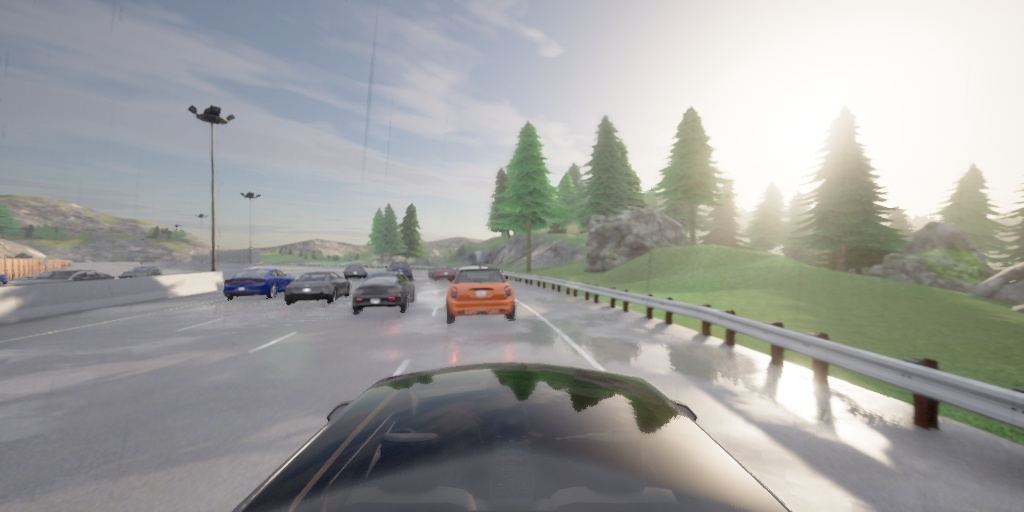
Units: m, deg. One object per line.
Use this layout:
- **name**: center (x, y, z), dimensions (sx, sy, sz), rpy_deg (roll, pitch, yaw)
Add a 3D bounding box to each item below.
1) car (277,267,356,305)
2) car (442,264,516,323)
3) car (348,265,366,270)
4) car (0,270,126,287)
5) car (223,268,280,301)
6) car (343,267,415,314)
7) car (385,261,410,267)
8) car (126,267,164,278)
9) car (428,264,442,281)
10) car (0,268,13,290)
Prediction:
- **car**: center (-9.124, 1.424, 17.166), dimensions (1.994, 1.385, 4.181), rpy_deg (-1, 0, -12)
- **car**: center (-1.173, 1.118, 12.560), dimensions (2.097, 1.767, 4.553), rpy_deg (-1, 0, -8)
- **car**: center (-14.769, 1.494, 33.747), dimensions (1.994, 1.385, 4.181), rpy_deg (-1, 0, -24)
- **car**: center (-24.421, 1.533, 19.659), dimensions (2.128, 1.511, 4.902), rpy_deg (-1, 0, -18)
- **car**: center (-13.145, 1.386, 19.003), dimensions (1.882, 1.535, 5.008), rpy_deg (0, 0, -14)
- **car**: center (-4.944, 1.336, 14.203), dimensions (1.812, 1.442, 4.674), rpy_deg (-1, 0, -10)
- **car**: center (-10.014, 1.225, 31.482), dimensions (2.097, 1.767, 4.553), rpy_deg (-1, 0, -22)
- **car**: center (-34.258, 1.708, 33.341), dimensions (2.033, 1.411, 5.357), rpy_deg (-1, 0, -31)
- **car**: center (-6.057, 1.390, 31.045), dimensions (1.994, 1.385, 4.181), rpy_deg (-1, 0, -20)
- **car**: center (-37.552, 1.675, 24.476), dimensions (1.882, 1.535, 5.008), rpy_deg (-1, 0, -26)
